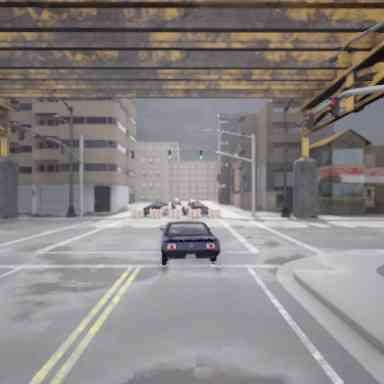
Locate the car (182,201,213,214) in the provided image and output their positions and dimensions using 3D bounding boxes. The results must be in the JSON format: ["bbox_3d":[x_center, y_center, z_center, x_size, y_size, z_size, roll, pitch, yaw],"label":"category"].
[{"bbox_3d":[0.488,1.628,35.830,1.853,1.218,4.536,0,-1,-20],"label":"car"}]

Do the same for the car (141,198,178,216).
[{"bbox_3d":[-3.654,1.788,36.086,2.038,1.542,4.974,0,-1,25],"label":"car"}]

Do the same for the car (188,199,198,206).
[{"bbox_3d":[0.130,1.874,62.429,1.853,1.218,4.536,0,-1,0],"label":"car"}]

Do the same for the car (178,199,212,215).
[{"bbox_3d":[0.506,1.785,35.780,2.038,1.542,4.974,0,-1,-20],"label":"car"}]

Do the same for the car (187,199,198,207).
[{"bbox_3d":[0.131,2.031,62.375,2.038,1.542,4.974,0,-1,0],"label":"car"}]

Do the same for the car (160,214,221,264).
[{"bbox_3d":[-0.264,1.717,12.432,1.895,1.301,4.718,0,-1,-6],"label":"car"}]

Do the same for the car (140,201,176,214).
[{"bbox_3d":[-3.633,1.631,36.135,1.853,1.218,4.536,0,-1,25],"label":"car"}]

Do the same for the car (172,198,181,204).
[{"bbox_3d":[-3.303,1.953,70.949,1.853,1.218,4.536,0,-1,0],"label":"car"}]
